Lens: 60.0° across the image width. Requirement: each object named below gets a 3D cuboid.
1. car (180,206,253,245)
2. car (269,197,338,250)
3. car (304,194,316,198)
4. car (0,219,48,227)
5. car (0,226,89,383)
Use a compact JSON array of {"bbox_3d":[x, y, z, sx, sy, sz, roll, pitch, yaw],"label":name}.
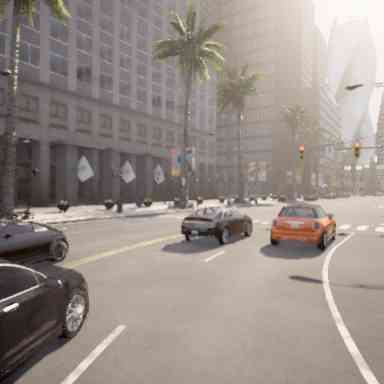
[{"bbox_3d":[1.304,1.403,15.280,2.128,1.511,4.902,1,0,30],"label":"car"},{"bbox_3d":[4.977,1.300,14.592,2.097,1.767,4.553,1,0,29],"label":"car"},{"bbox_3d":[25.618,1.267,72.162,2.161,1.482,4.786,1,0,32],"label":"car"},{"bbox_3d":[-5.357,1.457,9.148,1.994,1.385,4.181,1,0,18],"label":"car"},{"bbox_3d":[-2.838,1.457,3.697,1.837,1.490,4.892,1,1,7],"label":"car"}]
